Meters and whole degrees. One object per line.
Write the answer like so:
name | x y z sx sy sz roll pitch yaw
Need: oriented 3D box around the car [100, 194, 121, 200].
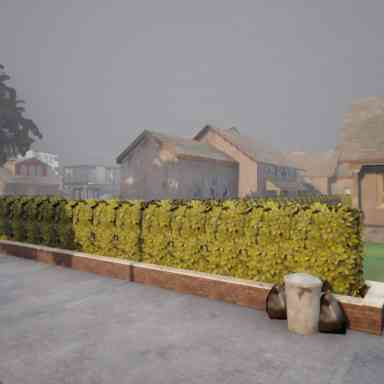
car | -10.476 1.222 43.139 2.150 2.045 5.566 0 0 36
